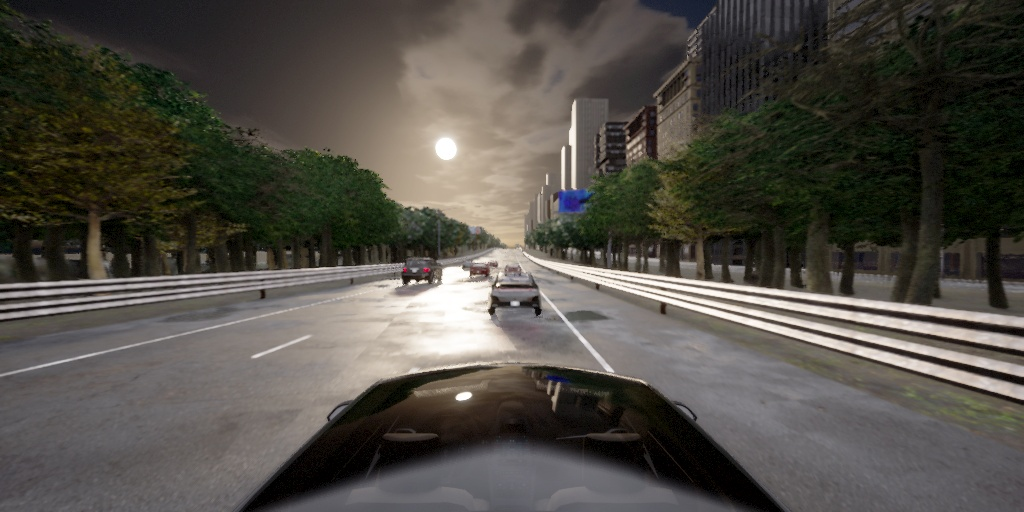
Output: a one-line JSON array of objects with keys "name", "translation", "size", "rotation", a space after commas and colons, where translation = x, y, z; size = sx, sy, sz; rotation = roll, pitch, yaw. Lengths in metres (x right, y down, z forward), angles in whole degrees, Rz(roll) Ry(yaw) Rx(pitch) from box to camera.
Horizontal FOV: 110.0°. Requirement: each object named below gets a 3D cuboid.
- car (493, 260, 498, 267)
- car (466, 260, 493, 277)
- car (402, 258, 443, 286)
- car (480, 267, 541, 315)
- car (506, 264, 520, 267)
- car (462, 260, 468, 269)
[{"name": "car", "translation": [-3.388, 1.401, 63.559], "size": [1.895, 1.301, 4.718], "rotation": [0, 1, 0]}, {"name": "car", "translation": [-3.392, 1.432, 38.479], "size": [1.882, 1.535, 5.008], "rotation": [0, 0, 0]}, {"name": "car", "translation": [-6.895, 1.177, 28.045], "size": [2.150, 2.045, 5.566], "rotation": [0, 0, 0]}, {"name": "car", "translation": [0.102, 1.369, 14.298], "size": [2.128, 1.511, 4.902], "rotation": [0, 0, 0]}, {"name": "car", "translation": [0.108, 1.545, 41.463], "size": [1.895, 1.301, 4.718], "rotation": [0, 0, 0]}, {"name": "car", "translation": [-6.888, 1.408, 58.336], "size": [1.994, 1.385, 4.181], "rotation": [0, 0, 0]}]
